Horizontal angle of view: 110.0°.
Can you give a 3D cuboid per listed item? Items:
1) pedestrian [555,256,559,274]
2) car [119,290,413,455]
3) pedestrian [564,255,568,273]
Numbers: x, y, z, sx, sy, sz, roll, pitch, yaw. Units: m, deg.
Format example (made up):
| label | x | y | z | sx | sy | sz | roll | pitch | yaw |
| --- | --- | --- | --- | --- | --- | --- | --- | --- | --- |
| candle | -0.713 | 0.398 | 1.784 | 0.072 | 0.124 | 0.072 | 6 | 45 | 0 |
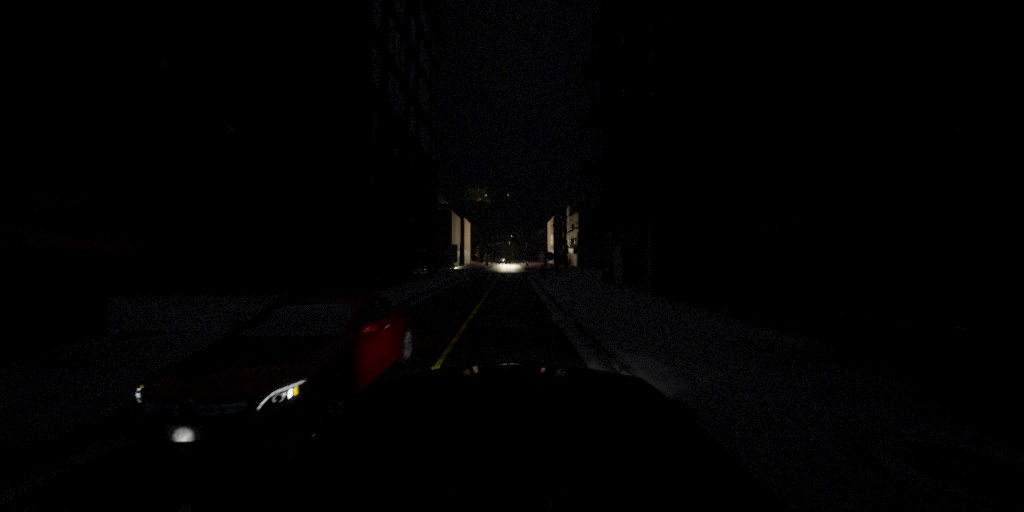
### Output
| label | x | y | z | sx | sy | sz | roll | pitch | yaw |
| --- | --- | --- | --- | --- | --- | --- | --- | --- | --- |
| pedestrian | 4.509 | 0.925 | 36.180 | 0.375 | 1.860 | 0.375 | 1 | -1 | 0 |
| car | -2.849 | 1.291 | 5.442 | 1.812 | 1.442 | 4.674 | 0 | 0 | 0 |
| pedestrian | 5.509 | 0.799 | 36.783 | 0.375 | 1.860 | 0.375 | 1 | -1 | 0 |
